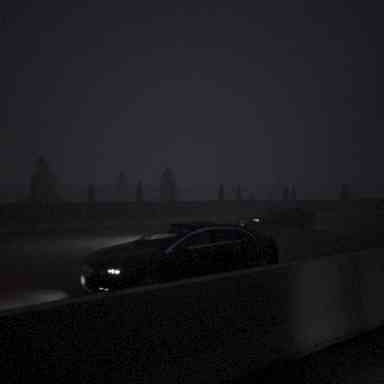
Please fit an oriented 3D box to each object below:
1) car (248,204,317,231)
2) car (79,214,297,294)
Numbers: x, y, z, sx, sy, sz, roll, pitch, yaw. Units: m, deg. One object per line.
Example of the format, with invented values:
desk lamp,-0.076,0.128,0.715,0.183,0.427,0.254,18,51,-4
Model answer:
car,4.853,1.462,18.800,4.902,1.511,2.128,0,0,-27
car,-0.081,1.478,7.896,4.902,1.511,2.128,0,0,-33
